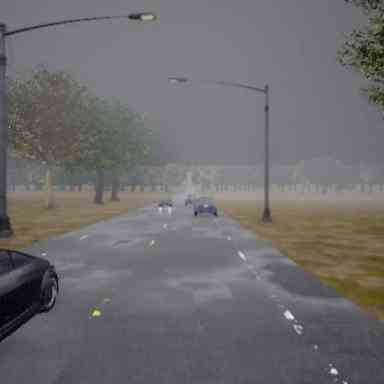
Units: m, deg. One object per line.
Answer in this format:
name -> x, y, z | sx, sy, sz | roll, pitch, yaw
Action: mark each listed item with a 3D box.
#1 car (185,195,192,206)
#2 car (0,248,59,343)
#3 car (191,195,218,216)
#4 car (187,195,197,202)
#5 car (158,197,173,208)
car -> -0.012, 1.183, 50.728 | 2.097, 1.767, 4.553 | 0, 0, 0
car -> -3.601, 1.555, 4.863 | 1.994, 1.385, 4.181 | 0, 0, 0
car -> 1.215, 1.266, 31.079 | 2.097, 1.767, 4.553 | 0, 0, 0
car -> -0.017, 1.330, 66.486 | 1.994, 1.385, 4.181 | 0, 0, 0
car -> -3.592, 1.398, 46.225 | 2.033, 1.411, 5.357 | 0, 0, 0
